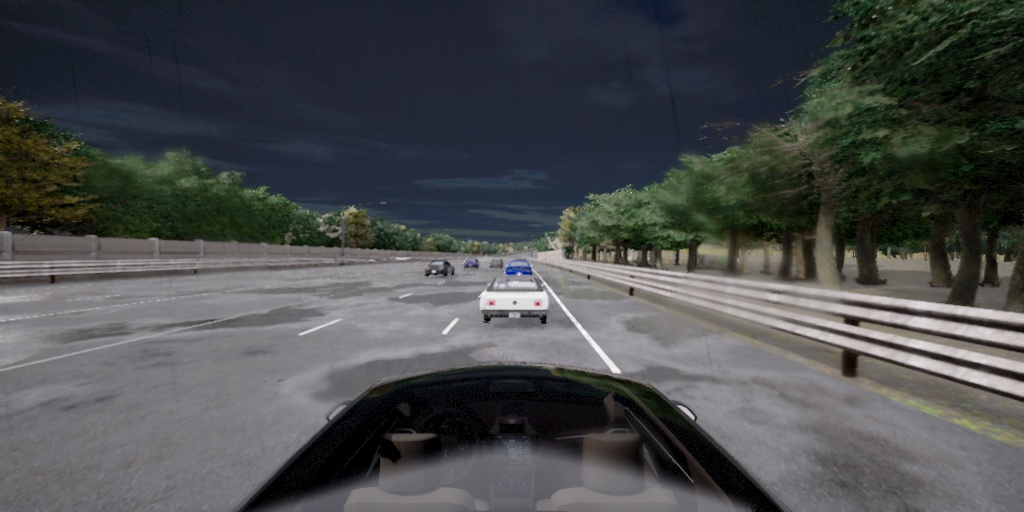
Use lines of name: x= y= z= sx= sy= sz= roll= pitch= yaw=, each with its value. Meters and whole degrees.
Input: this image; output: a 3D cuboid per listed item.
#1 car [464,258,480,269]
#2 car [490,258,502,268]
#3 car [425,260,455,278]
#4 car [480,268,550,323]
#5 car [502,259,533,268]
car: x=-5.761 y=1.065 z=52.159 sx=1.812 sy=1.442 sz=4.674 roll=0 pitch=0 yaw=1
car: x=-2.236 y=1.055 z=53.779 sx=2.128 sy=1.511 sz=4.902 roll=0 pitch=0 yaw=1
car: x=-6.244 y=1.077 z=31.254 sx=1.812 sy=1.442 sz=4.674 roll=0 pitch=0 yaw=2
car: x=0.122 y=1.255 z=11.676 sx=1.895 sy=1.301 sz=4.718 roll=0 pitch=0 yaw=1
car: x=0.531 y=1.054 z=26.595 sx=1.882 sy=1.535 sz=5.008 roll=0 pitch=0 yaw=2
